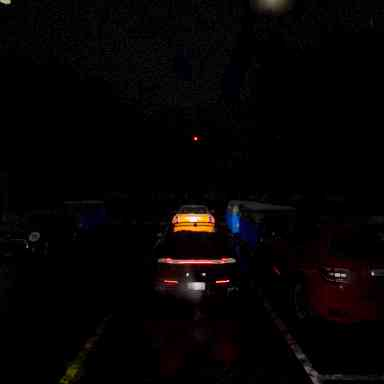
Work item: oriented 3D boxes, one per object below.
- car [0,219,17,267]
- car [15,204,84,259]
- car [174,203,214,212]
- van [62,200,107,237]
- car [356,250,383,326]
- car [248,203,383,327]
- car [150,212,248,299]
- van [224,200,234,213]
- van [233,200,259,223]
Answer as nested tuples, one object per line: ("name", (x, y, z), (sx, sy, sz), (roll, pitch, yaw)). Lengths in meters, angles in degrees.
("car", (-5.774, 1.526, 6.750), (1.752, 1.417, 4.829), (0, 0, 0))
("car", (-5.784, 1.441, 12.358), (1.967, 1.590, 4.097), (0, 0, 0))
("car", (0.109, 1.353, 17.505), (2.097, 1.767, 4.553), (0, 0, 1))
("van", (-5.793, 1.342, 17.795), (1.690, 1.788, 3.998), (0, 0, 0))
("car", (2.760, 1.440, 1.497), (1.967, 1.590, 4.097), (0, 0, 0))
("car", (2.751, 1.315, 6.935), (2.192, 1.841, 5.009), (0, 0, 0))
("car", (0.089, 1.492, 8.456), (2.128, 1.511, 4.902), (0, 0, 0))
("van", (2.732, 1.342, 17.810), (1.690, 1.788, 3.998), (0, 0, 0))
("van", (2.741, 1.342, 12.372), (1.690, 1.788, 3.998), (0, 0, 0))
